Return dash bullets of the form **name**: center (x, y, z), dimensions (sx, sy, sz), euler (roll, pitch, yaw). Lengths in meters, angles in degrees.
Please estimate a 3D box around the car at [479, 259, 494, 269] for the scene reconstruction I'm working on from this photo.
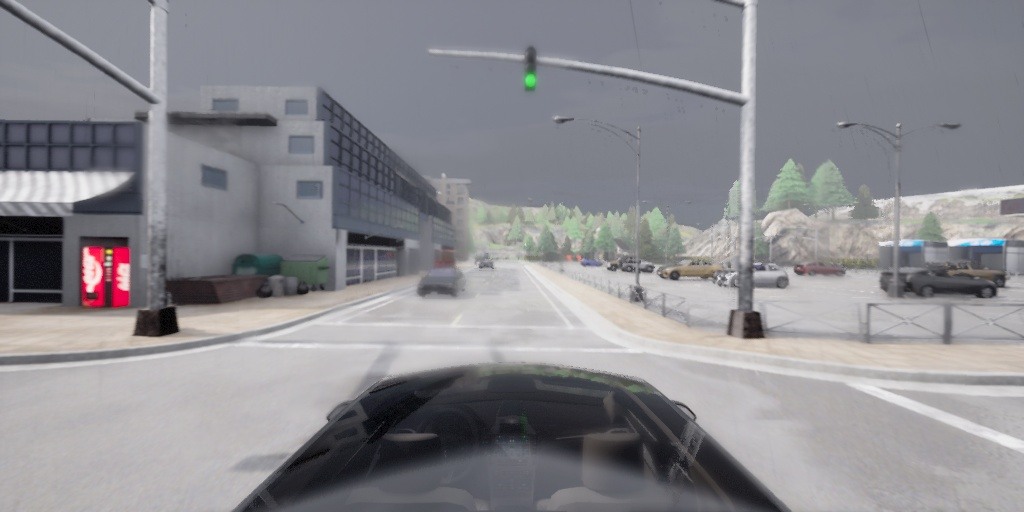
- **car**: center (-3.527, 1.175, 50.265), dimensions (1.994, 1.385, 4.181), euler (1, 0, 0)

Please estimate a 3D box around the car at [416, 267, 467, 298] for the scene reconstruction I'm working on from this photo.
- **car**: center (-3.504, 1.291, 18.856), dimensions (2.033, 1.411, 5.357), euler (1, 0, 0)
